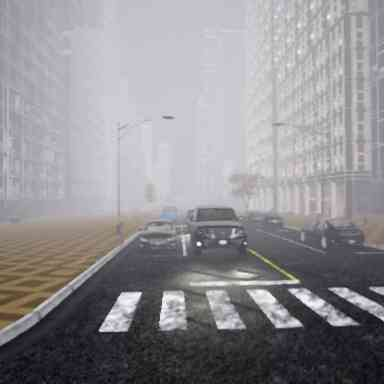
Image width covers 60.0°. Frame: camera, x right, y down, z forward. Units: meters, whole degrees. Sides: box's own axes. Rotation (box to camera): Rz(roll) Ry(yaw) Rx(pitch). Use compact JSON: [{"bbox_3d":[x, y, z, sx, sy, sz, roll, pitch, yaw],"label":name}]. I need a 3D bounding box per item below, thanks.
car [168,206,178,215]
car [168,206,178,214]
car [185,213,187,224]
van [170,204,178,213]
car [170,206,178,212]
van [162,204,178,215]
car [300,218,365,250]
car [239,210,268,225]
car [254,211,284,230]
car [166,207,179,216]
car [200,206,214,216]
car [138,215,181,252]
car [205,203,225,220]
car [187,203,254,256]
[{"bbox_3d":[-3.475,3.414,60.989,1.752,1.417,4.829,-1,-2,-2],"label":"car"},{"bbox_3d":[-3.722,3.619,66.775,1.887,1.381,4.507,-1,-2,-2],"label":"car"},{"bbox_3d":[0.661,2.317,25.540,1.994,1.385,4.181,0,-2,-2],"label":"car"},{"bbox_3d":[-3.968,3.596,72.398,1.690,1.788,3.998,-1,-2,-2],"label":"van"},{"bbox_3d":[-4.446,4.162,83.626,1.887,1.381,4.507,-1,-2,-2],"label":"car"},{"bbox_3d":[-2.521,2.524,38.696,1.690,1.788,3.998,-1,-2,-2],"label":"van"},{"bbox_3d":[6.821,1.982,16.581,2.008,1.369,4.403,-1,-2,-2],"label":"car"},{"bbox_3d":[6.097,2.518,33.433,1.947,1.339,4.313,-1,-2,-2],"label":"car"},{"bbox_3d":[6.339,2.343,27.816,1.947,1.339,4.313,-1,-2,-2],"label":"car"},{"bbox_3d":[-3.240,3.265,55.541,2.008,1.369,4.403,-1,-2,-2],"label":"car"},{"bbox_3d":[2.478,3.165,55.258,1.837,1.490,4.892,0,-2,-2],"label":"car"},{"bbox_3d":[-1.551,2.037,16.219,2.008,1.369,4.403,-1,-2,-2],"label":"car"},{"bbox_3d":[2.966,2.545,44.646,2.150,2.045,5.566,0,-2,-2],"label":"car"},{"bbox_3d":[1.077,1.667,15.561,2.150,2.045,5.566,0,-2,-2],"label":"car"}]
